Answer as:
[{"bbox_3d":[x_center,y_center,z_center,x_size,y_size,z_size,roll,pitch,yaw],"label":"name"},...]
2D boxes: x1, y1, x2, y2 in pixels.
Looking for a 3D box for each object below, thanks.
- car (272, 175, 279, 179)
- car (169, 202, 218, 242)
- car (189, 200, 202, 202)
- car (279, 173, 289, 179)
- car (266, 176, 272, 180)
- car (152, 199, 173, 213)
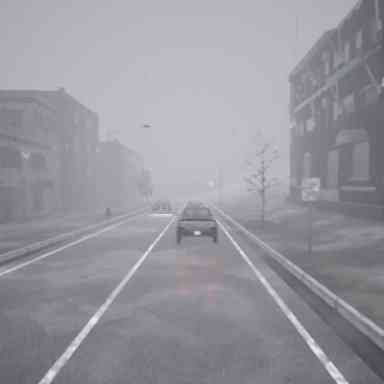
[{"bbox_3d":[23.228,-3.736,86.673,2.097,1.535,5.008,0,1,-3],"label":"car"},{"bbox_3d":[0.240,1.486,16.247,2.128,1.511,4.902,0,0,0],"label":"car"},{"bbox_3d":[0.425,1.589,37.297,1.895,1.301,4.718,0,0,1],"label":"car"},{"bbox_3d":[23.647,-3.759,81.163,2.185,1.767,4.553,0,1,-4],"label":"car"},{"bbox_3d":[22.926,-3.799,92.213,2.002,1.452,4.674,0,1,-2],"label":"car"},{"bbox_3d":[-3.181,1.452,36.678,1.994,1.385,4.181,0,0,1],"label":"car"}]
